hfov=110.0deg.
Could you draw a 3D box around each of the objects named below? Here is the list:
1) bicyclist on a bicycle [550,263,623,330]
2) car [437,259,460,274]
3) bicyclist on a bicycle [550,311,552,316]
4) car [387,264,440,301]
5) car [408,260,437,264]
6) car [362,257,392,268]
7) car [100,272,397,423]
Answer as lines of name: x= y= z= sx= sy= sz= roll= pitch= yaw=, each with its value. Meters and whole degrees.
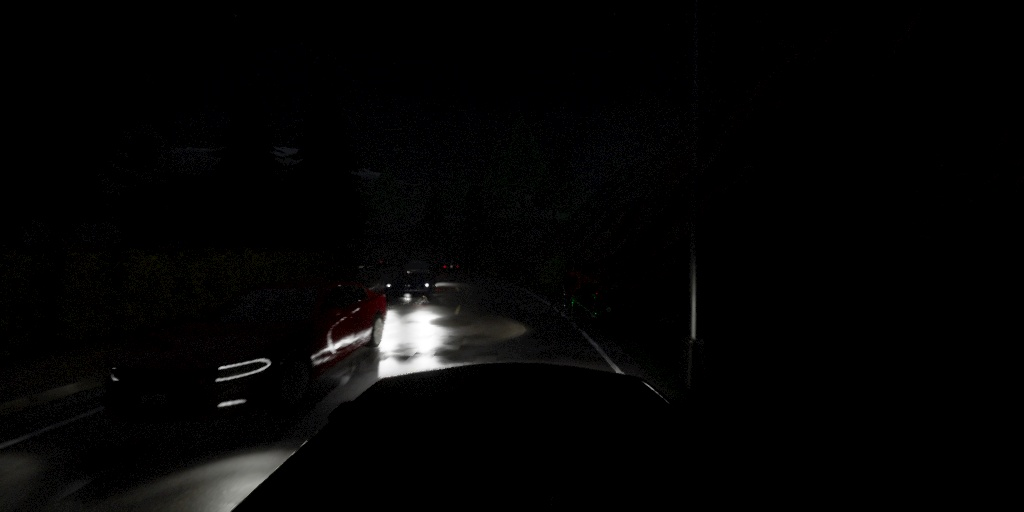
bicyclist on a bicycle: x=1.836 y=1.001 z=8.967 sx=1.656 sy=1.620 sz=0.582 roll=-15 pitch=5 yaw=14
car: x=-6.639 y=0.976 z=35.049 sx=2.033 sy=1.411 sz=5.357 roll=0 pitch=1 yaw=-26
bicyclist on a bicycle: x=1.862 y=1.030 z=9.524 sx=1.656 sy=1.620 sz=0.582 roll=4 pitch=-2 yaw=8
car: x=-4.406 y=1.203 z=16.085 sx=1.895 sy=1.301 sz=4.718 roll=0 pitch=0 yaw=-10
car: x=-6.865 y=1.028 z=26.071 sx=1.812 sy=1.442 sz=4.674 roll=0 pitch=1 yaw=-19
car: x=-17.790 y=0.819 z=47.289 sx=4.181 sy=1.385 sz=1.994 roll=1 pitch=0 yaw=32
car: x=-3.710 y=1.167 z=6.141 sx=1.882 sy=1.535 sz=5.008 roll=0 pitch=0 yaw=-2
